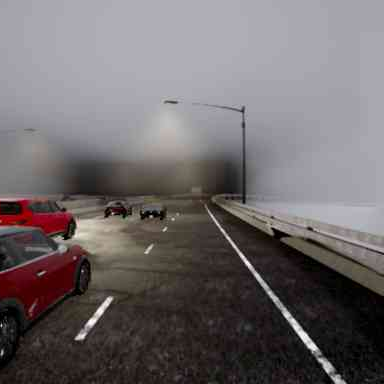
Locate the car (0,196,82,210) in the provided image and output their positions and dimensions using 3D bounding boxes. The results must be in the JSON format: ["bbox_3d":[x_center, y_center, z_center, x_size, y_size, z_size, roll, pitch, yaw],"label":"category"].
[{"bbox_3d":[-6.858,1.261,14.199,2.150,2.045,5.566,0,0,0],"label":"car"}]

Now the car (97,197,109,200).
[{"bbox_3d":[-16.778,1.660,63.179,1.837,1.490,4.892,0,0,2],"label":"car"}]

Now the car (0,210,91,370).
[{"bbox_3d":[-3.397,1.369,5.876,2.097,1.767,4.553,0,0,0],"label":"car"}]

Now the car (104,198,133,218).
[{"bbox_3d":[-6.717,1.586,30.811,1.837,1.490,4.892,0,0,1],"label":"car"}]

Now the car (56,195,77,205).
[{"bbox_3d":[-23.773,1.516,63.257,2.097,1.767,4.553,0,0,1],"label":"car"}]

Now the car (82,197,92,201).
[{"bbox_3d":[-20.276,1.719,63.195,1.994,1.385,4.181,0,0,2],"label":"car"}]

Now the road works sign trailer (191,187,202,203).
[{"bbox_3d":[0.944,0.638,71.598,2.380,3.560,2.880,0,0,2],"label":"road works sign trailer"}]

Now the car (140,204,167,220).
[{"bbox_3d":[-3.240,1.678,28.928,1.895,1.301,4.718,0,0,1],"label":"car"}]
